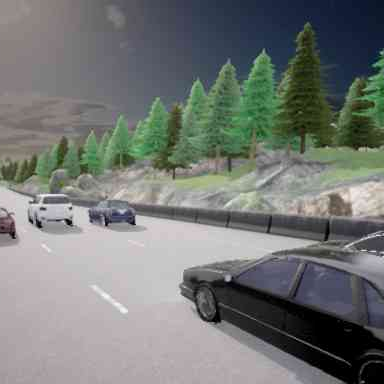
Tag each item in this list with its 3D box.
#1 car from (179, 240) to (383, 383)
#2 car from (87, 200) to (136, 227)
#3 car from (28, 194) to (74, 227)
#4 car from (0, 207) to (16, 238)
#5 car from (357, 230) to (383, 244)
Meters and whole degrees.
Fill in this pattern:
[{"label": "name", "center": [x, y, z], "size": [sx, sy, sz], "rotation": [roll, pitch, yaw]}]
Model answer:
[{"label": "car", "center": [1.881, 1.545, 4.799], "size": [2.033, 1.411, 5.357], "rotation": [0, 0, -33]}, {"label": "car", "center": [-5.565, 1.317, 22.671], "size": [2.097, 1.767, 4.553], "rotation": [0, 0, -33]}, {"label": "car", "center": [-9.633, 1.178, 22.506], "size": [2.150, 2.045, 5.566], "rotation": [0, 0, -33]}, {"label": "car", "center": [-10.043, 1.489, 16.716], "size": [1.812, 1.442, 4.674], "rotation": [0, 0, -33]}, {"label": "car", "center": [4.608, 1.505, 7.027], "size": [1.837, 1.490, 4.892], "rotation": [0, 0, -33]}]
